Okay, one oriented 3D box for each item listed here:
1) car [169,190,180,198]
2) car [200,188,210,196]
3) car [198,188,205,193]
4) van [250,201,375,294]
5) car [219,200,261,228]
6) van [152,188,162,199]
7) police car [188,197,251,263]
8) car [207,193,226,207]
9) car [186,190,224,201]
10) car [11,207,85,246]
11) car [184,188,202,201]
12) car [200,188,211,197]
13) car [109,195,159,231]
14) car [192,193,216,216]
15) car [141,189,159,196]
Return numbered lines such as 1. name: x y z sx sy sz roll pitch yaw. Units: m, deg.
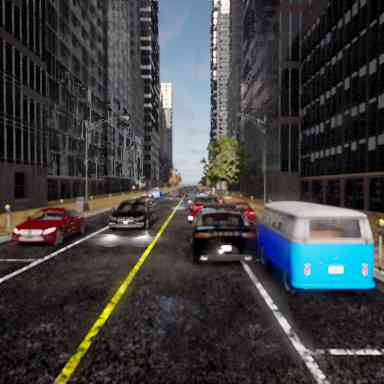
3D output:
1. car: -3.100 0.343 59.251 2.033 1.411 5.357 0 1 1
2. car: 2.634 -0.009 70.654 1.967 1.590 4.097 0 1 0
3. car: 2.616 -0.401 93.421 1.887 1.381 4.507 0 1 0
4. van: 2.685 1.178 8.049 1.690 1.788 3.998 0 1 0
5. car: 2.675 1.191 19.435 1.802 1.307 4.206 0 1 0
6. van: -5.732 0.258 53.575 1.690 1.788 3.998 0 1 0
7. police car: 0.892 1.199 11.177 1.930 1.638 5.238 0 1 0
8. car: 2.662 0.851 36.510 1.802 1.307 4.206 0 1 0
9. car: 0.834 0.929 21.026 2.097 1.767 4.553 0 1 -1
10. car: -5.701 1.305 13.740 1.802 1.307 4.206 0 1 0
11. car: -0.030 0.529 47.819 2.128 1.511 4.902 0 1 0
12. car: 2.639 0.113 64.963 1.967 1.590 4.097 0 1 0
13. car: -3.114 1.143 17.980 1.837 1.490 4.892 0 1 0
14. car: 0.879 0.909 27.255 1.801 1.575 5.366 0 1 0
15. car: -5.724 0.704 42.197 2.008 1.369 4.403 0 1 0
